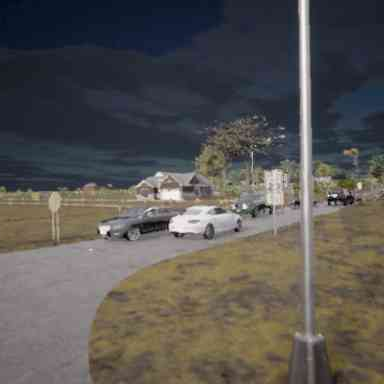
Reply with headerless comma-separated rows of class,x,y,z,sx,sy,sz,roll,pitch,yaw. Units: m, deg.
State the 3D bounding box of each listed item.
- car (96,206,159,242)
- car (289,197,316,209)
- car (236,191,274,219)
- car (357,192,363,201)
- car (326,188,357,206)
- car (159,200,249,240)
car,-2.430,1.466,16.433,2.128,1.511,4.902,-3,-1,36
car,12.669,1.174,38.062,1.895,1.301,4.718,-3,-1,35
car,5.035,0.997,27.124,2.150,2.045,5.566,-3,-1,35
car,24.141,0.750,49.650,2.033,1.411,5.357,-3,-1,35
car,18.290,0.587,41.156,2.150,2.045,5.566,-3,-1,36
car,0.757,1.357,15.935,1.812,1.442,4.674,-3,-1,35
